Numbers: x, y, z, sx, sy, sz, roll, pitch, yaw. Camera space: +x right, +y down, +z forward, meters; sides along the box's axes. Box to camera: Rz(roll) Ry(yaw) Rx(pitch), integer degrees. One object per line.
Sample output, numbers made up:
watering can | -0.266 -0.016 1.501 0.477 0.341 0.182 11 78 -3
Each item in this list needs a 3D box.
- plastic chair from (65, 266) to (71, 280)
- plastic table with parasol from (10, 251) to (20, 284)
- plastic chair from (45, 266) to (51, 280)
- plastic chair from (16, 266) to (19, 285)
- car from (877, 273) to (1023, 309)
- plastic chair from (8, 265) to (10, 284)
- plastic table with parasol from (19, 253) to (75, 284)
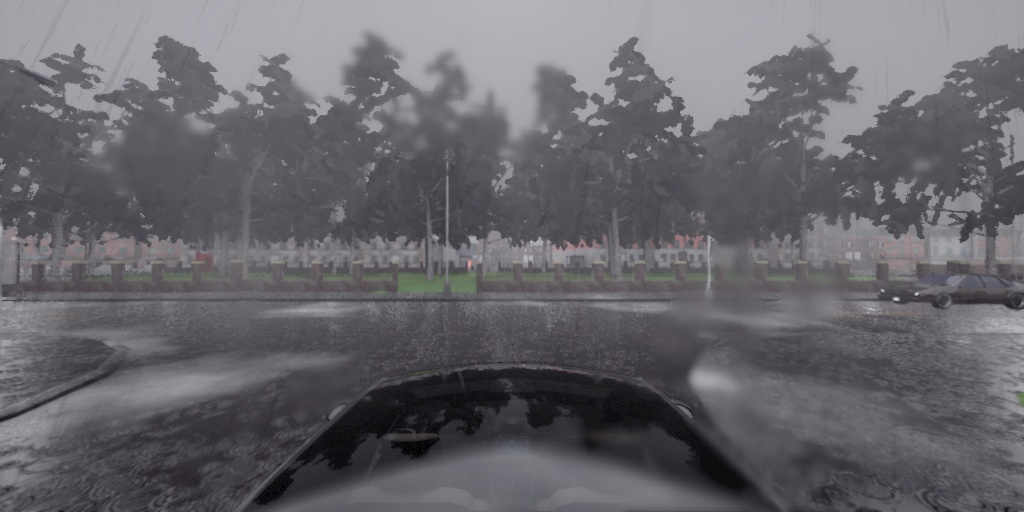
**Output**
plastic chair | -38.201 1.647 31.266 0.730 1.272 0.750 0 0 -40
plastic table with parasol | -43.621 0.994 33.174 2.482 2.480 2.482 0 0 -39
plastic chair | -38.296 1.636 29.560 0.750 1.272 0.730 0 0 -35
plastic chair | -40.229 1.626 29.787 0.730 1.272 0.750 0 0 -40
car | 19.144 1.461 15.398 5.357 1.411 2.033 0 -1 0
plastic chair | -44.629 1.659 32.424 0.730 1.272 0.750 0 0 -41
plastic table with parasol | -39.199 1.036 30.532 2.482 2.480 2.482 0 0 -40
